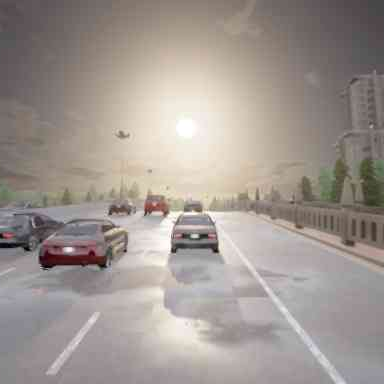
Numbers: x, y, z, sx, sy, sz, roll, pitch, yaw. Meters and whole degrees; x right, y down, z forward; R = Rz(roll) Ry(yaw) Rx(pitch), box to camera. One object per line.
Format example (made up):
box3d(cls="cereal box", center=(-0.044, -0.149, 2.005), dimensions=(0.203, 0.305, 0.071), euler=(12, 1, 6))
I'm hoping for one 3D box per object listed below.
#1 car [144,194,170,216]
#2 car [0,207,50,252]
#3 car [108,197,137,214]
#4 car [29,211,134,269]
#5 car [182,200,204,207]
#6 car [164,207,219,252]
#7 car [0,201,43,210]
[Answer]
box3d(cls="car", center=(-3.402, 1.245, 32.846), dimensions=(2.150, 2.045, 5.566), euler=(0, 0, 0))
box3d(cls="car", center=(-6.901, 1.552, 13.876), dimensions=(2.033, 1.411, 5.357), euler=(0, 0, 0))
box3d(cls="car", center=(-6.903, 1.382, 33.491), dimensions=(2.097, 1.767, 4.553), euler=(0, -1, 0))
box3d(cls="car", center=(-3.401, 1.567, 11.196), dimensions=(1.994, 1.385, 4.181), euler=(0, 0, 0))
box3d(cls="car", center=(0.098, 1.537, 33.801), dimensions=(1.837, 1.490, 4.892), euler=(0, -1, 0))
box3d(cls="car", center=(0.099, 1.551, 13.831), dimensions=(2.033, 1.411, 5.357), euler=(0, 0, 0))
box3d(cls="car", center=(-14.099, 1.500, 27.599), dimensions=(2.128, 1.511, 4.902), euler=(0, 0, 0))
